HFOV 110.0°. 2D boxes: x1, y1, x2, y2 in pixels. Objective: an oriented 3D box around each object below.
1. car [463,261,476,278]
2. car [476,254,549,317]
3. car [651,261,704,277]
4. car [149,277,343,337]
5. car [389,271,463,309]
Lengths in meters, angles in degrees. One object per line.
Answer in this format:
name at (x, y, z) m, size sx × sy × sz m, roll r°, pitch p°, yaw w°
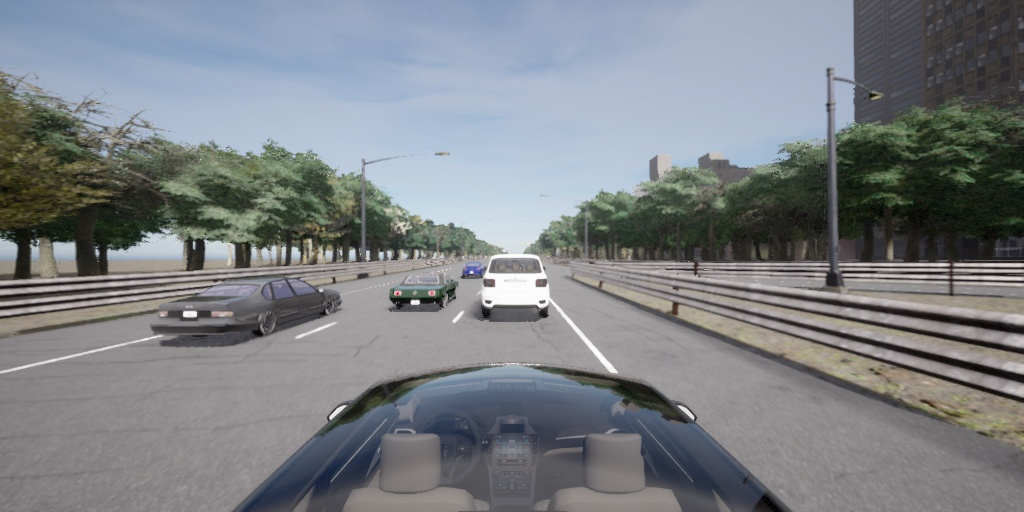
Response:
car at (-3.404, 1.196, 32.606) m, size 1.812 × 1.442 × 4.674 m, roll 0°, pitch 0°, yaw 0°
car at (0.099, 0.962, 13.213) m, size 2.150 × 2.045 × 5.566 m, roll 0°, pitch 0°, yaw 0°
car at (13.787, 1.139, 30.247) m, size 1.812 × 1.442 × 4.674 m, roll 0°, pitch -1°, yaw -26°
car at (-6.901, 1.290, 10.197) m, size 2.033 × 1.411 × 5.357 m, roll 0°, pitch 0°, yaw 0°
car at (-3.402, 1.338, 14.859) m, size 1.895 × 1.301 × 4.718 m, roll 0°, pitch 0°, yaw 0°
